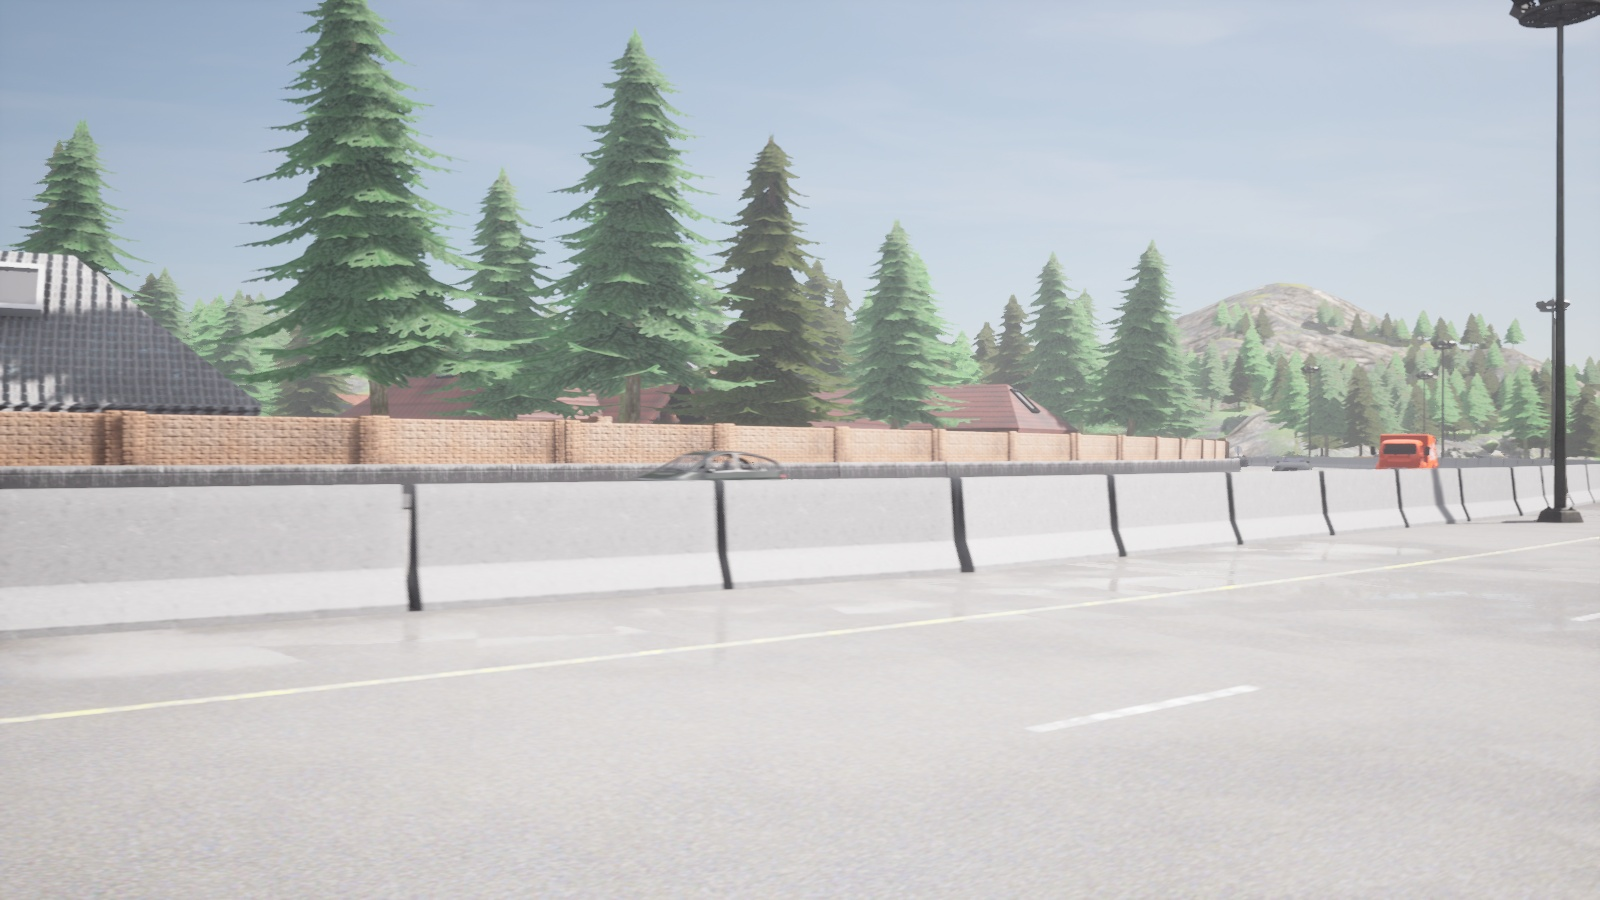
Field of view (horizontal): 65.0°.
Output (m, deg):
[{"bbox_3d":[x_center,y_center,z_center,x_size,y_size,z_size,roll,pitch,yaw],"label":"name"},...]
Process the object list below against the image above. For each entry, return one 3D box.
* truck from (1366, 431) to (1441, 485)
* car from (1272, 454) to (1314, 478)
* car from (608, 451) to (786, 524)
[{"bbox_3d":[28.698,0.355,59.585,2.627,2.467,5.204,0,0,32],"label":"truck"},{"bbox_3d":[29.775,0.948,75.808,1.994,1.385,4.181,0,0,26],"label":"car"},{"bbox_3d":[-2.317,0.808,28.667,3.705,1.549,1.789,0,0,-41],"label":"car"}]
